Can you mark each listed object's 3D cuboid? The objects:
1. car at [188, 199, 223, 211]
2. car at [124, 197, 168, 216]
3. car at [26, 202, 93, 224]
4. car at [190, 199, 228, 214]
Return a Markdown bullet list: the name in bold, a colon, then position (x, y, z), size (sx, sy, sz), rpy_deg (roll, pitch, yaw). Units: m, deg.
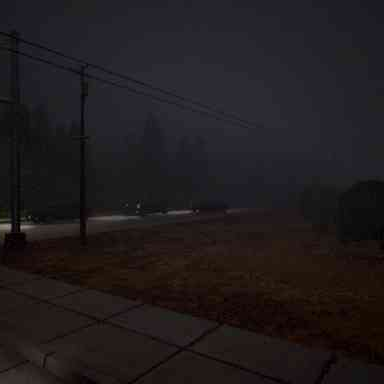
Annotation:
- **car**: position (1.745, 1.503, 40.337), size (1.895, 1.301, 4.718), rpy_deg (0, 0, 37)
- **car**: position (-4.359, 1.309, 32.122), size (2.097, 1.767, 4.553), rpy_deg (0, 0, 37)
- **car**: position (-9.765, 1.510, 24.833), size (1.837, 1.490, 4.892), rpy_deg (0, 0, 37)
- **car**: position (1.875, 1.520, 34.320), size (1.895, 1.301, 4.718), rpy_deg (0, 0, 37)
